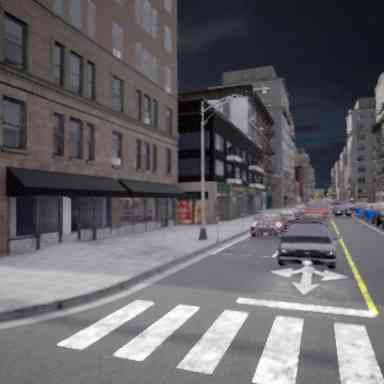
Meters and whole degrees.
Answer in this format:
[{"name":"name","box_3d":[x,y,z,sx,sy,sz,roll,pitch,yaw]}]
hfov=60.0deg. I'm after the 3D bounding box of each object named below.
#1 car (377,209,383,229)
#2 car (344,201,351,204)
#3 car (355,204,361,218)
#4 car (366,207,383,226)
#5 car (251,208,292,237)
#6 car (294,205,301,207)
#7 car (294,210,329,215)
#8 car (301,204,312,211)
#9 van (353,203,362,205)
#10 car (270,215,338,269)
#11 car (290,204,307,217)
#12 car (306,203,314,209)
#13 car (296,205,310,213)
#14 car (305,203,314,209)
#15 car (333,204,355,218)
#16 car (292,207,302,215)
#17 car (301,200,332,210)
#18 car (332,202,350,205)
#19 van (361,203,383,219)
[{"name":"car","box_3d":[14.447,2.080,23.199,1.802,1.307,4.206,-1,-2,21]},{"name":"car","box_3d":[28.540,2.787,59.101,1.967,1.590,4.097,-1,-2,21]},{"name":"car","box_3d":[20.487,2.407,38.585,2.008,1.369,4.403,-1,-2,21]},{"name":"car","box_3d":[16.460,2.182,28.328,1.947,1.339,4.313,-1,-2,21]},{"name":"car","box_3d":[4.962,1.944,21.004,1.967,1.590,4.097,-1,-2,21]},{"name":"car","box_3d":[11.003,2.409,36.386,2.008,1.369,4.403,-1,-2,21]},{"name":"car","box_3d":[8.107,2.111,22.067,1.895,1.301,4.718,-1,-2,21]},{"name":"car","box_3d":[23.084,3.137,67.157,1.887,1.381,4.507,-1,-2,21]},{"name":"van","box_3d":[22.499,2.319,43.718,1.690,1.788,3.998,-1,-2,21]},{"name":"car","box_3d":[4.422,1.847,12.730,2.033,1.411,5.357,-1,-2,20]},{"name":"car","box_3d":[15.029,2.541,46.646,1.967,1.590,4.097,-1,-2,21]},{"name":"car","box_3d":[31.139,3.648,87.670,1.947,1.339,4.313,-1,-2,21]},{"name":"car","box_3d":[19.057,2.897,56.899,2.008,1.369,4.403,-1,-2,21]},{"name":"car","box_3d":[29.126,3.505,82.543,1.887,1.381,4.507,-1,-2,21]},{"name":"car","box_3d":[19.473,2.577,42.933,1.895,1.301,4.718,-1,-2,21]},{"name":"car","box_3d":[8.990,2.321,31.257,1.802,1.307,4.206,-1,-2,21]},{"name":"car","box_3d":[11.985,1.958,31.887,2.150,2.045,5.566,-1,-2,22]},{"name":"car","box_3d":[23.160,2.692,52.337,2.128,1.511,4.902,-1,-2,21]},{"name":"van","box_3d":[18.472,2.077,33.462,1.690,1.788,3.998,-1,-2,21]}]
